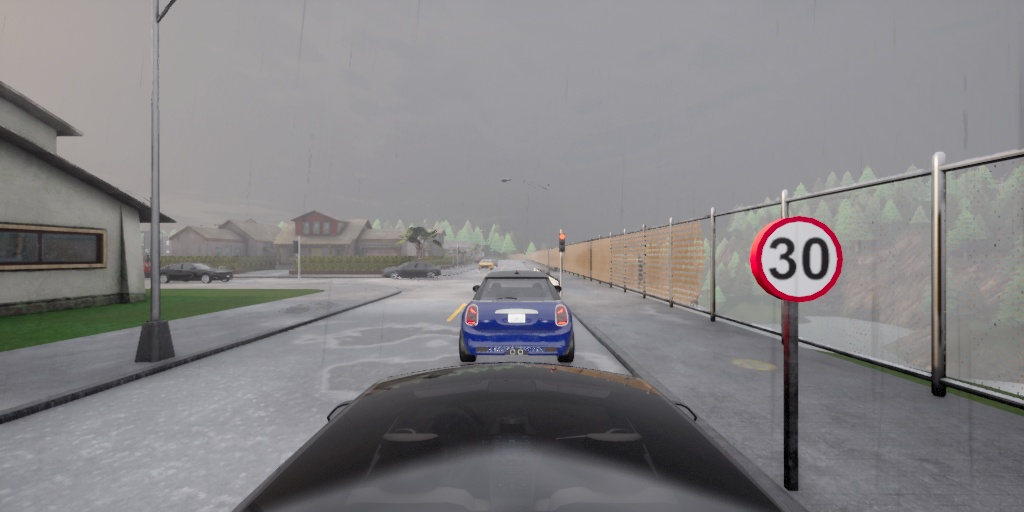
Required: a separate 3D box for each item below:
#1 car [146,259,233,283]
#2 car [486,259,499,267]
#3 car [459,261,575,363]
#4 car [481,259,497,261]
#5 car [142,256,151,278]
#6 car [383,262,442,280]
[{"bbox_3d":[-23.615,1.224,26.693,5.008,1.535,1.882,0,0,1],"label":"car"},{"bbox_3d":[-3.492,1.244,64.978,1.837,1.490,4.892,0,0,1],"label":"car"},{"bbox_3d":[0.116,1.101,8.344,2.097,1.767,4.553,0,0,1],"label":"car"},{"bbox_3d":[-3.657,1.220,51.213,1.882,1.535,5.008,0,0,1],"label":"car"},{"bbox_3d":[-34.217,0.966,30.989,5.566,2.045,2.150,0,0,1],"label":"car"},{"bbox_3d":[-8.459,1.253,30.610,4.892,1.490,1.837,0,5,-19],"label":"car"}]
